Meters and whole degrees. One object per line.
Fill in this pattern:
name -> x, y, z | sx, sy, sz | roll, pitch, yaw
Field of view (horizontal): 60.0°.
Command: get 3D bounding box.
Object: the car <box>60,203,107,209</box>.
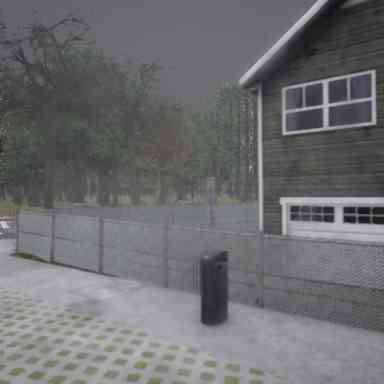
car -> -9.038, 1.624, 25.898 | 4.902, 1.511, 2.128 | 0, 0, -32

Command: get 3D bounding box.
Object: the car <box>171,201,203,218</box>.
car -> -0.853, 1.574, 30.898 | 4.902, 1.511, 2.128 | 0, 0, -31

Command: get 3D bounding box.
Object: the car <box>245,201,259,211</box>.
car -> 7.741, 1.595, 36.097 | 4.181, 1.385, 1.994 | 0, 0, -31
